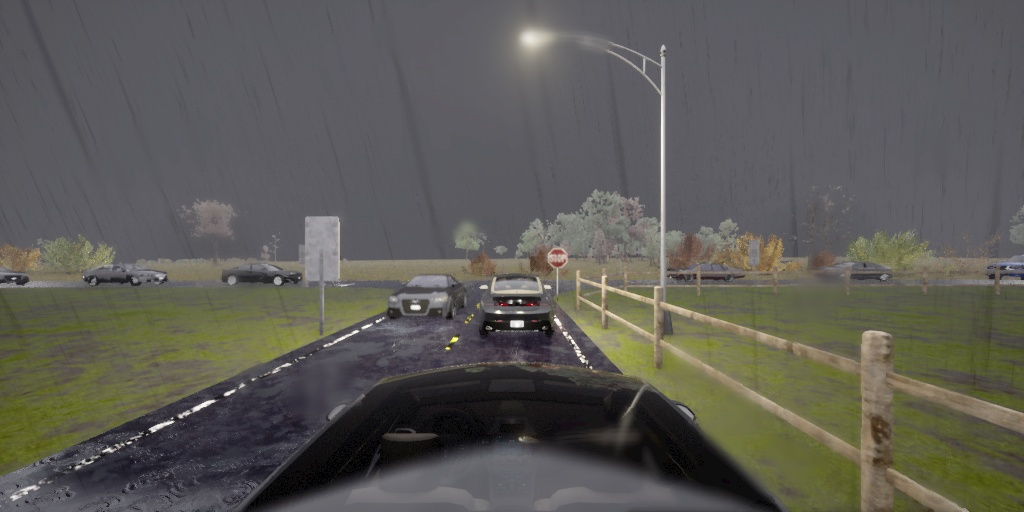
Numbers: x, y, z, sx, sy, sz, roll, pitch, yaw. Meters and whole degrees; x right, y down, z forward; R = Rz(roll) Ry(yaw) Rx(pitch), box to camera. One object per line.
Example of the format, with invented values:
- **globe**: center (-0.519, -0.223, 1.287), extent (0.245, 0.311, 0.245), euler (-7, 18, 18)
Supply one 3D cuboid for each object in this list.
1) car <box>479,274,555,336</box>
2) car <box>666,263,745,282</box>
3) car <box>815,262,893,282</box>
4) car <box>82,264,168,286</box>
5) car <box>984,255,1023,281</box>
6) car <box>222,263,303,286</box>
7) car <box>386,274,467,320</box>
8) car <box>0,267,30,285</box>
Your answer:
- **car**: center (0.112, 1.255, 10.352), extent (1.837, 1.490, 4.892), euler (0, 0, 0)
- **car**: center (14.937, 1.256, 27.750), extent (5.357, 1.411, 2.033), euler (0, 0, 0)
- **car**: center (26.274, 1.191, 27.638), extent (4.892, 1.490, 1.837), euler (0, 0, 1)
- **car**: center (-27.055, 1.313, 25.188), extent (4.902, 1.511, 2.128), euler (0, 0, 1)
- **car**: center (40.017, 0.894, 27.488), extent (5.566, 2.045, 2.150), euler (0, 0, 1)
- **car**: center (-17.368, 1.271, 25.093), extent (5.008, 1.535, 1.882), euler (0, 0, 1)
- **car**: center (-2.781, 1.313, 12.468), extent (1.994, 1.385, 4.181), euler (0, 0, 1)
- **car**: center (-37.071, 1.415, 25.291), extent (4.181, 1.385, 1.994), euler (0, 0, 1)
